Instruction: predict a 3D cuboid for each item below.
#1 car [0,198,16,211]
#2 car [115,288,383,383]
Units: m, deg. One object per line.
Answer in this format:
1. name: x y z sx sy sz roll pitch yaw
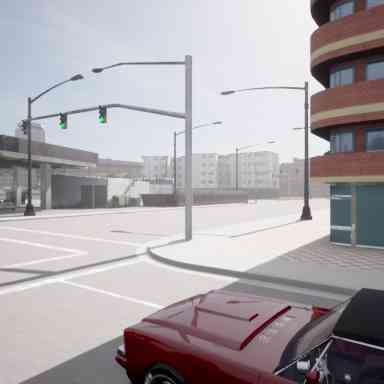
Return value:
1. car: -22.337 1.456 38.835 3.806 1.475 1.970 0 0 36
2. car: 1.528 1.601 2.884 4.718 1.301 1.895 0 0 36
